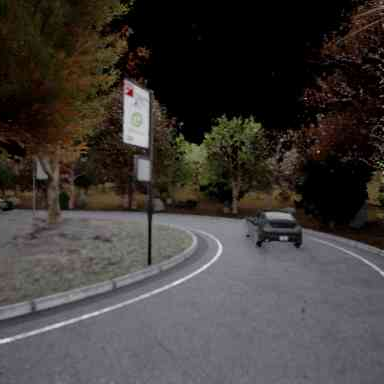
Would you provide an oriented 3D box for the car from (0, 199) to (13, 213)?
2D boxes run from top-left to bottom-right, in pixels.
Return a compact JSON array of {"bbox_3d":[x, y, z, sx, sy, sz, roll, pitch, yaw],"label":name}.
[{"bbox_3d":[-18.939,1.164,29.971,5.008,1.535,1.882,2,-1,-19],"label":"car"}]

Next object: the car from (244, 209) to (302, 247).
[{"bbox_3d":[3.643,1.576,15.486,1.837,1.490,4.892,2,0,1],"label":"car"}]
